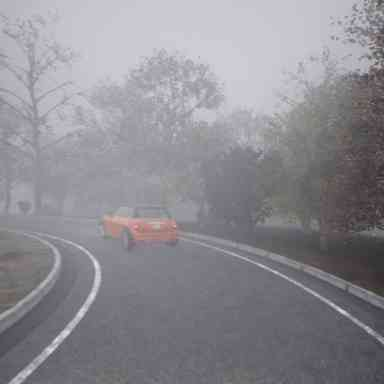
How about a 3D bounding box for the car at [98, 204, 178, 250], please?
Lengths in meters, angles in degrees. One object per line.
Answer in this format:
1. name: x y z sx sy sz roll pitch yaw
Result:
1. car: -2.422 1.279 14.273 2.097 1.767 4.553 2 0 -31
